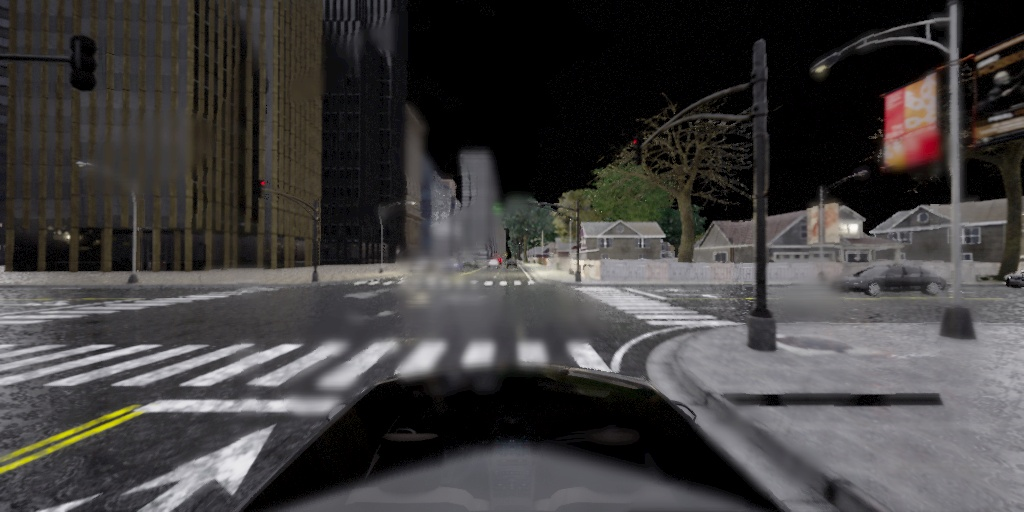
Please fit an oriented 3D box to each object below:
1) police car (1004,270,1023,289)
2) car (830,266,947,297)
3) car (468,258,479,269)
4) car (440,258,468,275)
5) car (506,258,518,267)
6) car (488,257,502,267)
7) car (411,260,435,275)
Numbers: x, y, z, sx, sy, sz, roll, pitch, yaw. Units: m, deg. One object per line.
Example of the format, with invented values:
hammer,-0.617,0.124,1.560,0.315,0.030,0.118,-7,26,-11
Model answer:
police car,32.778,1.304,21.500,4.974,1.542,2.038,0,-1,0
car,19.222,1.277,18.437,4.892,1.490,1.837,0,-1,0
car,-6.541,1.113,56.969,2.097,1.767,4.553,0,0,0
car,-6.585,1.110,40.062,2.097,1.767,4.553,0,0,0
car,-0.007,1.268,64.101,1.837,1.490,4.892,0,0,0
car,-3.257,1.290,64.518,1.812,1.442,4.674,0,0,0
car,-9.835,1.248,39.919,2.128,1.511,4.902,0,0,0
